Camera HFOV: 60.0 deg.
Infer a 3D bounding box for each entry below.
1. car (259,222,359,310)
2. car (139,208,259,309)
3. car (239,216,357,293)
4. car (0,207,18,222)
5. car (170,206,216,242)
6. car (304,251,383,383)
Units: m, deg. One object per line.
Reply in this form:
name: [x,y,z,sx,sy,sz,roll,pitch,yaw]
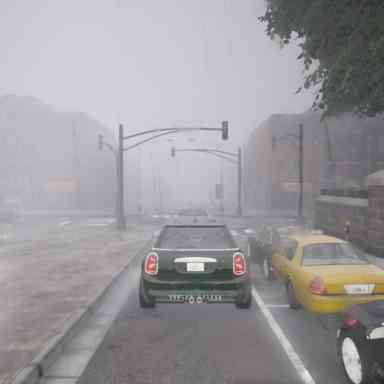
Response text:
car: [2.688,1.523,7.648,1.752,1.417,4.829,-1,0,0]
car: [0.080,1.350,8.030,2.097,1.767,4.553,0,0,0]
car: [2.668,1.548,9.622,2.008,1.369,4.403,-1,0,0]
car: [-14.716,1.425,23.129,4.892,1.490,1.837,1,1,0]
car: [0.042,1.555,17.464,2.033,1.411,5.357,0,0,0]
car: [2.626,1.550,2.486,2.008,1.369,4.403,-1,0,0]
